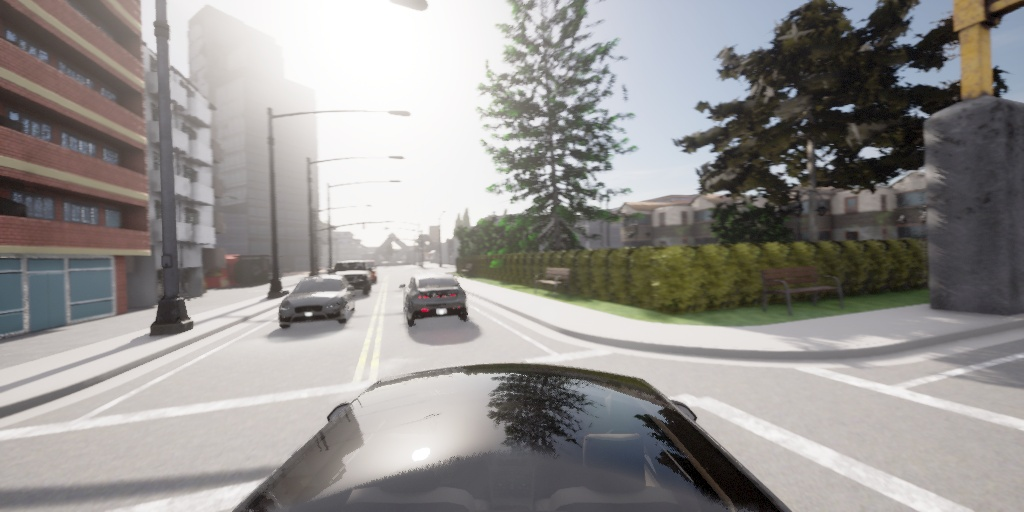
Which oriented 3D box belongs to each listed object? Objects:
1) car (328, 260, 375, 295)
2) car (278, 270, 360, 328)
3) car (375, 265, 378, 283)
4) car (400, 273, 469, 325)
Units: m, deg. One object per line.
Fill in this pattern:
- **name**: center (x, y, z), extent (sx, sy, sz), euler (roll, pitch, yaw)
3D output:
- **car**: center (-9.945, 1.292, 22.247), extent (2.150, 2.045, 5.566), euler (-2, 0, -19)
- **car**: center (-6.722, 1.475, 12.763), extent (1.837, 1.490, 4.892), euler (-2, 0, -19)
- **car**: center (-13.361, 1.400, 32.404), extent (2.150, 2.045, 5.566), euler (-2, 0, -18)
- **car**: center (-2.752, 1.338, 12.427), extent (1.837, 1.490, 4.892), euler (-2, 0, -18)
